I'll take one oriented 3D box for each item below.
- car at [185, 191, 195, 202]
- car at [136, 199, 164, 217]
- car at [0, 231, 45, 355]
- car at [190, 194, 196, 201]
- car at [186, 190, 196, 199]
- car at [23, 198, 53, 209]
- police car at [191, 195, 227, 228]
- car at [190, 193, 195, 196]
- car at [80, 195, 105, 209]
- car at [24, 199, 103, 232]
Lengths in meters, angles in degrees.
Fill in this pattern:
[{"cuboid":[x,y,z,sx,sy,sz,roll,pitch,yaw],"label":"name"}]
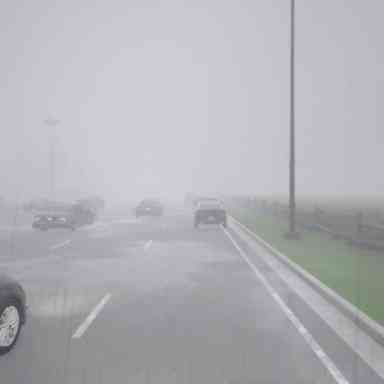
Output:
[{"cuboid":[-0.185,0.966,54.739,1.994,1.385,4.181,0,1,1],"label":"car"},{"cuboid":[-3.439,1.262,27.619,1.994,1.385,4.181,0,1,0],"label":"car"},{"cuboid":[-3.401,1.471,3.071,1.837,1.490,4.892,0,1,0],"label":"car"},{"cuboid":[0.995,1.172,30.500,1.837,1.490,4.892,0,1,0],"label":"car"},{"cuboid":[-0.254,0.518,68.596,2.097,1.767,4.553,0,1,0],"label":"car"},{"cuboid":[-13.958,1.256,31.475,1.895,1.301,4.718,0,1,0],"label":"car"},{"cuboid":[1.046,1.200,20.577,1.930,1.638,5.238,0,1,0],"label":"police car"},{"cuboid":[0.964,1.127,36.500,1.812,1.442,4.674,0,1,0],"label":"car"},{"cuboid":[-10.473,1.099,34.530,1.882,1.535,5.008,0,1,0],"label":"car"},{"cuboid":[-6.905,1.343,18.635,2.033,1.411,5.357,0,1,0],"label":"car"}]
